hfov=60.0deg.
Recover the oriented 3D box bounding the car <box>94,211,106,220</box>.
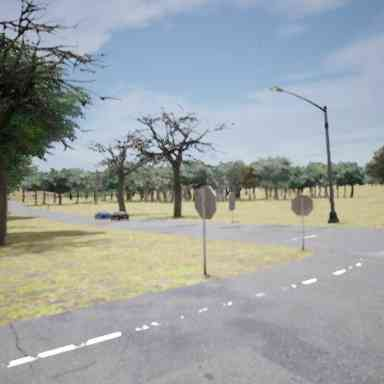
[{"bbox_3d":[-16.466,4.240,61.151,1.882,1.535,5.008,-2,-1,-34],"label":"car"}]

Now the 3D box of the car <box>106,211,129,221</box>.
[{"bbox_3d":[-11.977,3.915,54.642,1.882,1.535,5.008,-2,-1,-34],"label":"car"}]
